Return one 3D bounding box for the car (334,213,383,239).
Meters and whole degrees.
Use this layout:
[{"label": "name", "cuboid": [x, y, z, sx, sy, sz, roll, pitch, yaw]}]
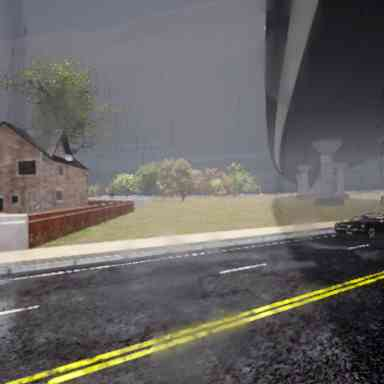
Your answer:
[{"label": "car", "cuboid": [10.277, 1.913, 19.307, 4.718, 1.301, 1.895, 0, -2, -36]}]
